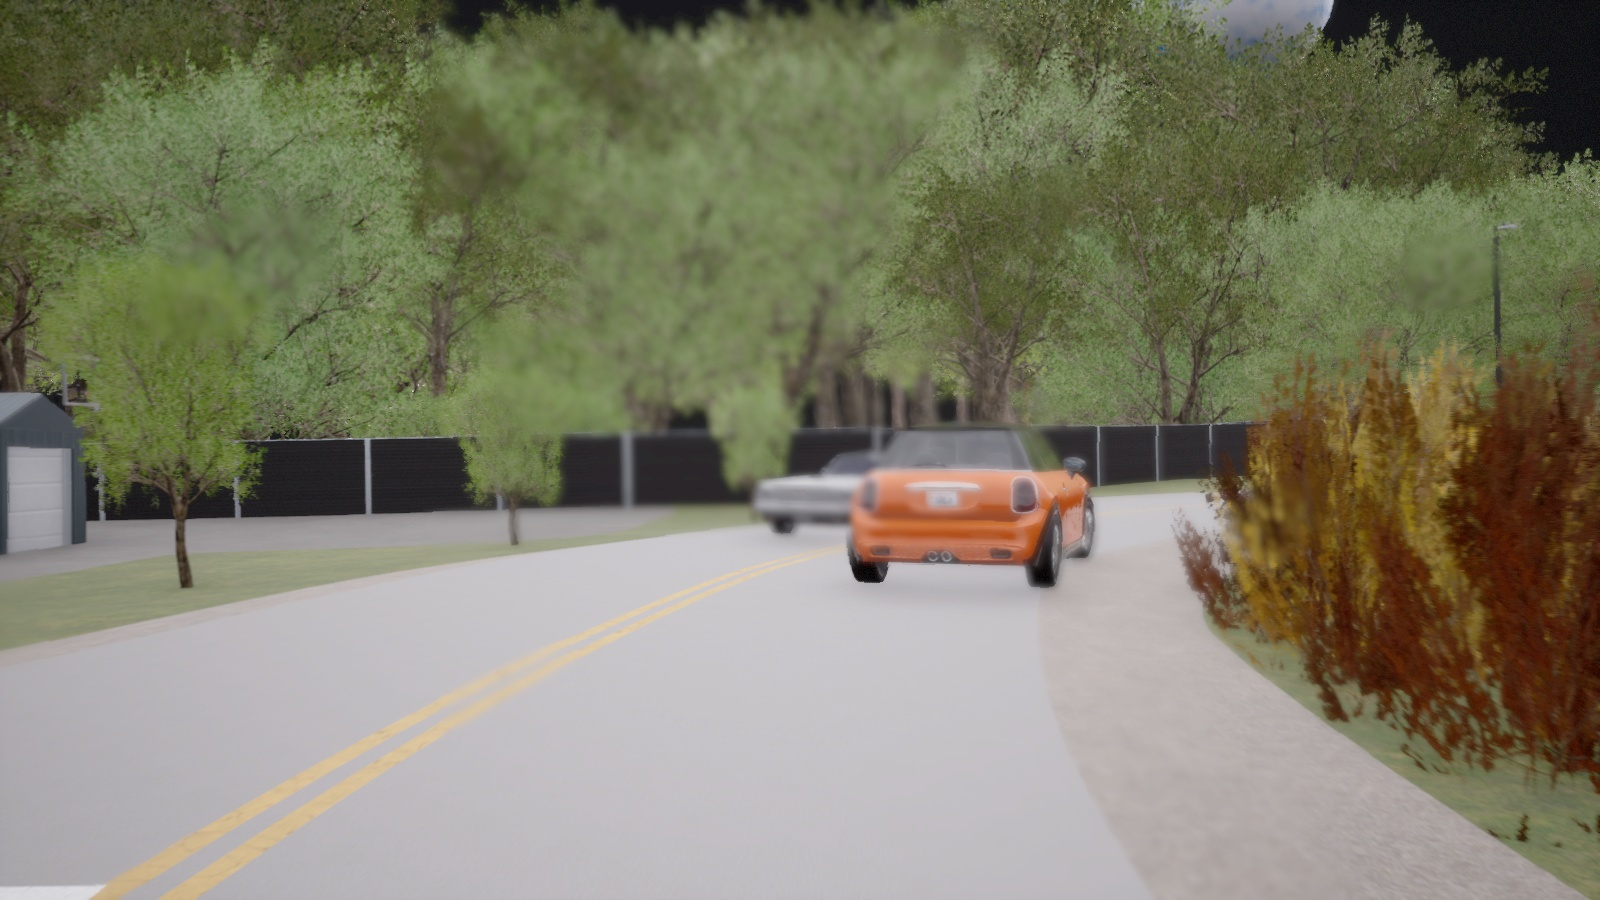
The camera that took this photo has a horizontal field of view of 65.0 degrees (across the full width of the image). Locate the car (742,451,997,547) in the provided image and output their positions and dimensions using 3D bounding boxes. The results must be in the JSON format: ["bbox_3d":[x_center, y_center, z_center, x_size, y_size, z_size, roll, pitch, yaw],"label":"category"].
[{"bbox_3d":[1.264,0.692,20.279,1.895,1.301,4.718,0,1,35],"label":"car"}]

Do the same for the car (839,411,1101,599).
[{"bbox_3d":[2.129,0.500,14.317,2.097,1.767,4.553,0,1,19],"label":"car"}]
